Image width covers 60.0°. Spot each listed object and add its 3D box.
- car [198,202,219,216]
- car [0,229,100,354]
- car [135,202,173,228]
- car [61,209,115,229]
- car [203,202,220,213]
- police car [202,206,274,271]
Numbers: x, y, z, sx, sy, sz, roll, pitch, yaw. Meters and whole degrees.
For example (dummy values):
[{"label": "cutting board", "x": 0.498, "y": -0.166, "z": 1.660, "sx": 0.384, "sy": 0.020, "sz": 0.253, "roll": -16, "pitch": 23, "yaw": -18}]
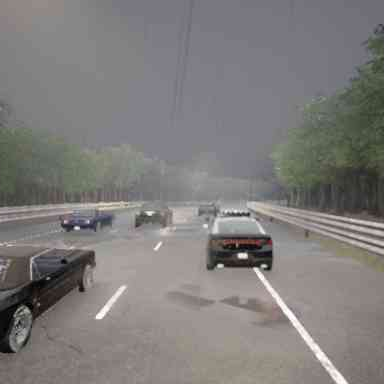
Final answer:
[{"label": "car", "x": 1.745, "y": 1.808, "z": 35.718, "sx": 2.128, "sy": 1.511, "sz": 4.902, "roll": 0, "pitch": -1, "yaw": 6}, {"label": "car", "x": -3.309, "y": 1.634, "z": 6.109, "sx": 1.895, "sy": 1.301, "sz": 4.718, "roll": 0, "pitch": 0, "yaw": 1}, {"label": "car", "x": -2.588, "y": 1.502, "z": 23.708, "sx": 2.097, "sy": 1.767, "sz": 4.553, "roll": 0, "pitch": -1, "yaw": 3}, {"label": "car", "x": -6.279, "y": 1.726, "z": 20.763, "sx": 1.895, "sy": 1.301, "sz": 4.718, "roll": 0, "pitch": 0, "yaw": 3}, {"label": "car", "x": 2.762, "y": 2.103, "z": 46.186, "sx": 1.994, "sy": 1.385, "sz": 4.181, "roll": 0, "pitch": -1, "yaw": 9}, {"label": "police car", "x": 1.417, "y": 1.486, "z": 11.331, "sx": 1.930, "sy": 1.638, "sz": 5.238, "roll": 0, "pitch": 0, "yaw": 2}]
